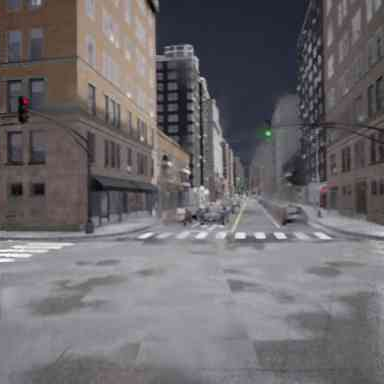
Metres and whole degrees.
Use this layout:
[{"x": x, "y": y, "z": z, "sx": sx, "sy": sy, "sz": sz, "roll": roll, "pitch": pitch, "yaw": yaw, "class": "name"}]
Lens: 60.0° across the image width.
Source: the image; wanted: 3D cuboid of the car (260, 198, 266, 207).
[{"x": 12.094, "y": 1.906, "z": 51.844, "sx": 1.947, "sy": 1.339, "sz": 4.313, "roll": -1, "pitch": -1, "yaw": 10, "class": "car"}]

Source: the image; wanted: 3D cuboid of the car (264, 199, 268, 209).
[{"x": 10.218, "y": 1.803, "z": 40.943, "sx": 1.887, "sy": 1.381, "sz": 4.507, "roll": -1, "pitch": -1, "yaw": 10, "class": "car"}]

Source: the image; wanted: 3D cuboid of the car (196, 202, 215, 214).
[{"x": 1.816, "y": 1.968, "z": 42.379, "sx": 1.887, "sy": 1.381, "sz": 4.507, "roll": -1, "pitch": -1, "yaw": 10, "class": "car"}]

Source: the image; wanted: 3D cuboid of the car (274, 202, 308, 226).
[{"x": 7.405, "y": 1.700, "z": 24.591, "sx": 1.947, "sy": 1.339, "sz": 4.313, "roll": -1, "pitch": -1, "yaw": 10, "class": "car"}]

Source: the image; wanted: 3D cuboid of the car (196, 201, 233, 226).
[{"x": 1.851, "y": 1.755, "z": 26.160, "sx": 1.837, "sy": 1.490, "sz": 4.892, "roll": -1, "pitch": -1, "yaw": 13, "class": "car"}]

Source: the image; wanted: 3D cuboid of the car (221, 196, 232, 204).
[{"x": 8.377, "y": 2.021, "z": 80.524, "sx": 2.192, "sy": 1.841, "sz": 5.009, "roll": -1, "pitch": 0, "yaw": 10, "class": "car"}]

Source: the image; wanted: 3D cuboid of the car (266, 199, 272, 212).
[{"x": 9.280, "y": 1.768, "z": 35.492, "sx": 2.008, "sy": 1.369, "sz": 4.403, "roll": -1, "pitch": -1, "yaw": 10, "class": "car"}]

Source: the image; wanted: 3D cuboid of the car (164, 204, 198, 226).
[{"x": -0.997, "y": 1.882, "z": 26.031, "sx": 1.802, "sy": 1.307, "sz": 4.206, "roll": -1, "pitch": -1, "yaw": 10, "class": "car"}]

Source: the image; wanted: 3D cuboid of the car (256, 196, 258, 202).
[{"x": 15.845, "y": 2.067, "z": 73.646, "sx": 1.947, "sy": 1.339, "sz": 4.313, "roll": -1, "pitch": -1, "yaw": 10, "class": "car"}]

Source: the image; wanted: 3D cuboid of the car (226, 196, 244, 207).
[{"x": 7.620, "y": 1.992, "z": 59.375, "sx": 2.128, "sy": 1.511, "sz": 4.902, "roll": -1, "pitch": -1, "yaw": 10, "class": "car"}]

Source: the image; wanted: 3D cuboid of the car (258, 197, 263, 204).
[{"x": 13.969, "y": 1.972, "z": 62.745, "sx": 2.008, "sy": 1.369, "sz": 4.403, "roll": -1, "pitch": -1, "yaw": 10, "class": "car"}]

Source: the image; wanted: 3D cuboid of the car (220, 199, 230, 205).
[{"x": 7.442, "y": 2.232, "z": 75.073, "sx": 1.947, "sy": 1.339, "sz": 4.313, "roll": -1, "pitch": -1, "yaw": 10, "class": "car"}]

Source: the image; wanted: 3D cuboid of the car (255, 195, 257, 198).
[{"x": 18.657, "y": 2.062, "z": 89.998, "sx": 1.967, "sy": 1.590, "sz": 4.097, "roll": -1, "pitch": -1, "yaw": 10, "class": "car"}]

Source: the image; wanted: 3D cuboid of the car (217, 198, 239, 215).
[{"x": 4.113, "y": 1.842, "z": 39.399, "sx": 2.128, "sy": 1.511, "sz": 4.902, "roll": -1, "pitch": -1, "yaw": 10, "class": "car"}]

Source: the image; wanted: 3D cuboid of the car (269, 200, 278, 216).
[{"x": 8.342, "y": 1.721, "z": 30.042, "sx": 1.887, "sy": 1.381, "sz": 4.507, "roll": -1, "pitch": -1, "yaw": 10, "class": "car"}]

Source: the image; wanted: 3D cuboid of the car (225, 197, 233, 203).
[{"x": 10.253, "y": 2.227, "z": 91.421, "sx": 1.967, "sy": 1.590, "sz": 4.097, "roll": -1, "pitch": -1, "yaw": 10, "class": "car"}]

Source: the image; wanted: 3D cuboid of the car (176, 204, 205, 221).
[{"x": -0.059, "y": 1.907, "z": 31.481, "sx": 1.947, "sy": 1.339, "sz": 4.313, "roll": -1, "pitch": -1, "yaw": 10, "class": "car"}]

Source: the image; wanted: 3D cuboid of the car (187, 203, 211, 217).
[{"x": 0.878, "y": 1.933, "z": 36.930, "sx": 2.008, "sy": 1.369, "sz": 4.403, "roll": -1, "pitch": -1, "yaw": 10, "class": "car"}]
